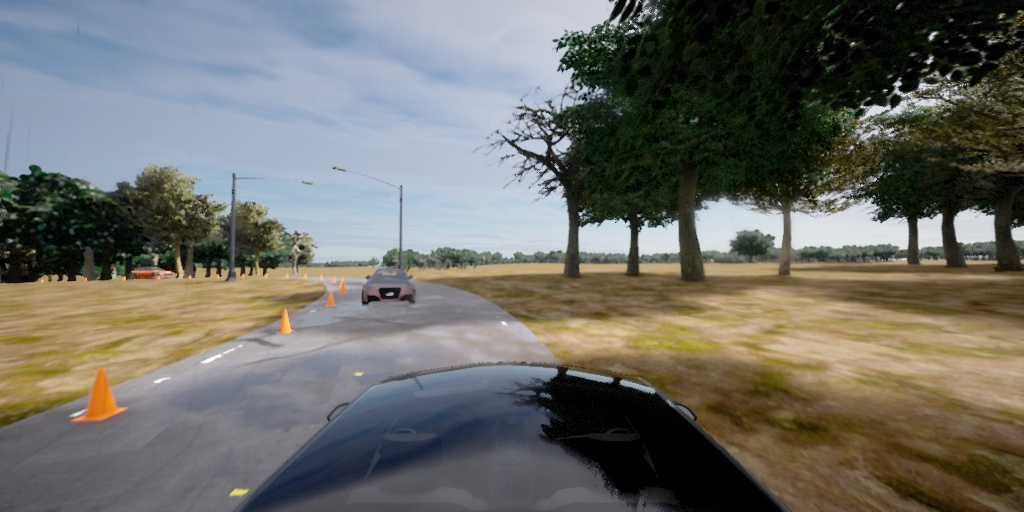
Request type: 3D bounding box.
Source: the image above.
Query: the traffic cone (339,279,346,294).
[{"bbox_3d":[-8.546,1.593,18.144,0.340,0.580,0.340,0,0,-23],"label":"traffic cone"}]

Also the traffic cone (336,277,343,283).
[{"bbox_3d":[-10.620,1.613,22.382,0.340,0.580,0.340,0,0,-29],"label":"traffic cone"}]

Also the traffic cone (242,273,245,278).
[{"bbox_3d":[-31.002,2.250,41.356,0.340,0.580,0.340,0,0,25],"label":"traffic cone"}]

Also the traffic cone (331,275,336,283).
[{"bbox_3d":[-13.125,1.660,26.380,0.340,0.580,0.340,0,0,-35],"label":"traffic cone"}]

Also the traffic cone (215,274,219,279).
[{"bbox_3d":[-35.374,2.415,43.119,0.340,0.580,0.340,0,0,19],"label":"traffic cone"}]

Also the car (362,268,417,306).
[{"bbox_3d":[-5.172,1.227,15.207,1.994,1.385,4.181,1,0,-19],"label":"car"}]

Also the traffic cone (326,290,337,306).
[{"bbox_3d":[-6.923,1.604,13.712,0.340,0.580,0.340,0,0,-17],"label":"traffic cone"}]

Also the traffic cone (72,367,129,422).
[{"bbox_3d":[-5.104,1.685,4.460,0.340,0.580,0.340,0,0,-5],"label":"traffic cone"}]

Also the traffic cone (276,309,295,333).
[{"bbox_3d":[-5.773,1.642,9.133,0.340,0.580,0.340,0,0,-11],"label":"traffic cone"}]

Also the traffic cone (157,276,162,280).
[{"bbox_3d":[-44.549,2.696,45.237,0.340,0.580,0.340,0,0,7],"label":"traffic cone"}]

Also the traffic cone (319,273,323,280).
[{"bbox_3d":[-16.033,1.732,30.094,0.340,0.580,0.340,0,0,-41],"label":"traffic cone"}]

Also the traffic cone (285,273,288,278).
[{"bbox_3d":[-22.927,1.948,36.511,0.340,0.580,0.340,0,0,37],"label":"traffic cone"}]

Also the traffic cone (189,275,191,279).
[{"bbox_3d":[-39.906,2.564,44.418,0.340,0.580,0.340,0,0,13],"label":"traffic cone"}]

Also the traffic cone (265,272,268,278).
[{"bbox_3d":[-26.837,2.088,39.145,0.340,0.580,0.340,0,0,31],"label":"traffic cone"}]

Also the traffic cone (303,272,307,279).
[{"bbox_3d":[-19.312,1.829,33.484,0.340,0.580,0.340,0,0,43],"label":"traffic cone"}]
